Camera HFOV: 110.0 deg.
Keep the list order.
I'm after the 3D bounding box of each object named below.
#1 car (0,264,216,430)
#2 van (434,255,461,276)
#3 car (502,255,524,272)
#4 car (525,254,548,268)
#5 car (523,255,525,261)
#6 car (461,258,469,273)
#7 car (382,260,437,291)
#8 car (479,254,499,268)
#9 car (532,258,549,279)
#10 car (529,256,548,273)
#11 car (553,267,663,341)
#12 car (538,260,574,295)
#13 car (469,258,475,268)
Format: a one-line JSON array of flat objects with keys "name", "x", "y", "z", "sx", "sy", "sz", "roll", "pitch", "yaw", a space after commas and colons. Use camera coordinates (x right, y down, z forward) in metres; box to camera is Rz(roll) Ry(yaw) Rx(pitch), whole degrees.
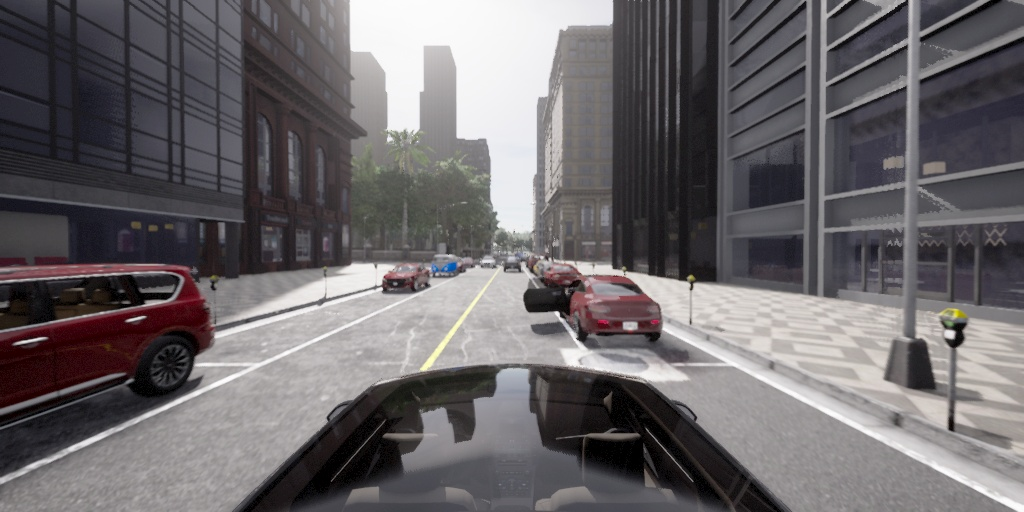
[{"name": "car", "x": -5.764, "y": 1.043, "z": 3.731, "sx": 2.192, "sy": 1.841, "sz": 5.009, "roll": 0, "pitch": 0, "yaw": 0}, {"name": "van", "x": -5.792, "y": 0.796, "z": 30.859, "sx": 1.690, "sy": 1.789, "sz": 3.998, "roll": 0, "pitch": 0, "yaw": 0}, {"name": "car", "x": 0.033, "y": 0.904, "z": 38.503, "sx": 1.812, "sy": 1.442, "sz": 4.674, "roll": 0, "pitch": 1, "yaw": 0}, {"name": "car", "x": 2.728, "y": 0.716, "z": 36.278, "sx": 2.192, "sy": 1.841, "sz": 5.009, "roll": 0, "pitch": 0, "yaw": 0}, {"name": "car", "x": 2.717, "y": 0.856, "z": 47.128, "sx": 1.948, "sy": 1.339, "sz": 4.313, "roll": 0, "pitch": 0, "yaw": 0}, {"name": "car", "x": -5.797, "y": 0.841, "z": 36.286, "sx": 1.967, "sy": 1.591, "sz": 4.097, "roll": 0, "pitch": 0, "yaw": 0}, {"name": "car", "x": -5.781, "y": 1.109, "z": 20.008, "sx": 1.888, "sy": 1.381, "sz": 4.507, "roll": 0, "pitch": 0, "yaw": 0}, {"name": "car", "x": -3.060, "y": 0.821, "z": 46.662, "sx": 1.812, "sy": 1.442, "sz": 4.674, "roll": 0, "pitch": 0, "yaw": 0}, {"name": "car", "x": 2.739, "y": 1.060, "z": 25.428, "sx": 2.007, "sy": 1.370, "sz": 4.403, "roll": 0, "pitch": 0, "yaw": 0}, {"name": "car", "x": 2.734, "y": 0.981, "z": 31.023, "sx": 1.751, "sy": 1.417, "sz": 4.829, "roll": 0, "pitch": 0, "yaw": 0}, {"name": "car", "x": 2.345, "y": 1.196, "z": 9.422, "sx": 1.812, "sy": 1.442, "sz": 4.674, "roll": 0, "pitch": 1, "yaw": 0}, {"name": "car", "x": 2.744, "y": 1.109, "z": 20.004, "sx": 1.888, "sy": 1.381, "sz": 4.507, "roll": 0, "pitch": 0, "yaw": 0}, {"name": "car", "x": -5.808, "y": 0.872, "z": 47.138, "sx": 1.802, "sy": 1.307, "sz": 4.207, "roll": 0, "pitch": 0, "yaw": 0}]
